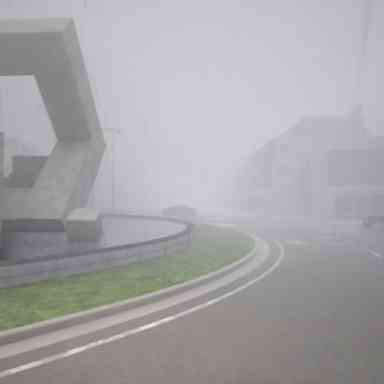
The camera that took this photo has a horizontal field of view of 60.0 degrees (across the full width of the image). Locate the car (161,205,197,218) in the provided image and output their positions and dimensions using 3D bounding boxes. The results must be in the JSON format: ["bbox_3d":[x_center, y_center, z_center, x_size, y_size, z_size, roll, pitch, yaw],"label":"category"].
[{"bbox_3d":[-1.488,2.156,37.781,4.181,1.385,1.994,-1,-1,35],"label":"car"}]

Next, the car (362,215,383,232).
[{"bbox_3d":[13.353,1.771,20.794,4.892,1.490,1.837,-1,0,27],"label":"car"}]
